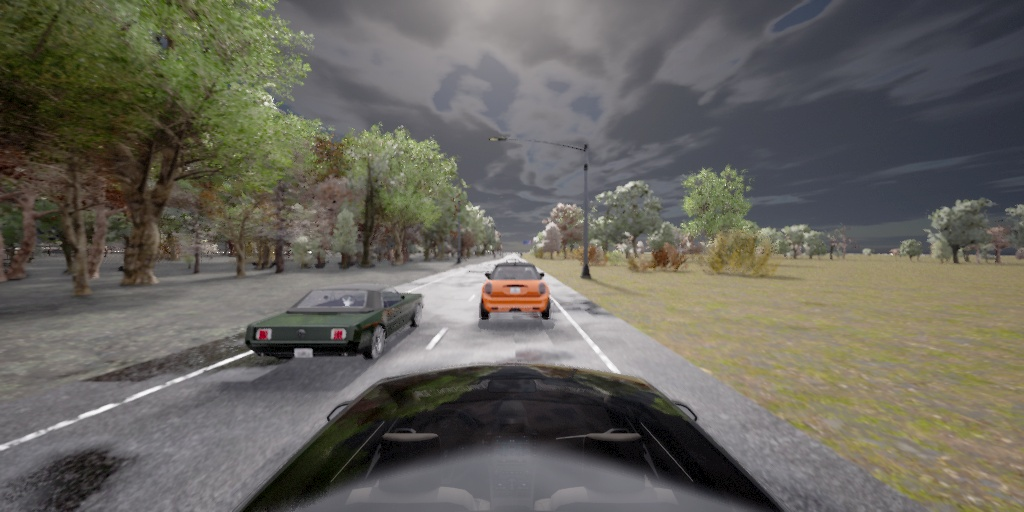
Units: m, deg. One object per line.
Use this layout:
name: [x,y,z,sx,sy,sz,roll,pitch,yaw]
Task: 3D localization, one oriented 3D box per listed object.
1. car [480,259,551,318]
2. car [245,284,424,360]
car: [0.097,0.979,12.455,2.097,1.767,4.553,0,1,0]
car: [-3.402,1.278,8.079,1.895,1.301,4.718,0,1,0]
